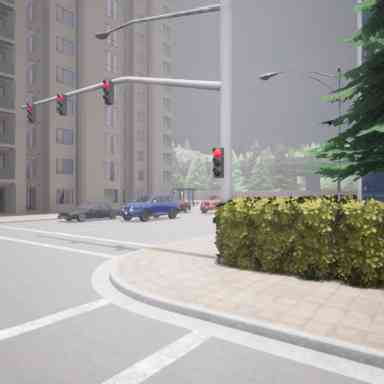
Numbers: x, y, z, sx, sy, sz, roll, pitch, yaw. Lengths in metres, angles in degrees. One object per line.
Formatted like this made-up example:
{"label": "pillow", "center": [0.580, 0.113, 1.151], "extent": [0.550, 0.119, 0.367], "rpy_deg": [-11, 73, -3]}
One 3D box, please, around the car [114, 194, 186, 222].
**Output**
{"label": "car", "center": [-3.269, 1.221, 26.946], "extent": [2.150, 2.045, 5.566], "rpy_deg": [0, 0, 36]}

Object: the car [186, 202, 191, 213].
{"label": "car", "center": [-2.088, 1.477, 34.469], "extent": [1.882, 1.535, 5.008], "rpy_deg": [0, 0, 36]}

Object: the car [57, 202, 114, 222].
{"label": "car", "center": [-7.891, 1.547, 26.560], "extent": [2.033, 1.411, 5.357], "rpy_deg": [0, 0, 36]}

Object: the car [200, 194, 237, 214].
{"label": "car", "center": [3.074, 1.221, 35.581], "extent": [2.150, 2.045, 5.566], "rpy_deg": [0, 0, 36]}
